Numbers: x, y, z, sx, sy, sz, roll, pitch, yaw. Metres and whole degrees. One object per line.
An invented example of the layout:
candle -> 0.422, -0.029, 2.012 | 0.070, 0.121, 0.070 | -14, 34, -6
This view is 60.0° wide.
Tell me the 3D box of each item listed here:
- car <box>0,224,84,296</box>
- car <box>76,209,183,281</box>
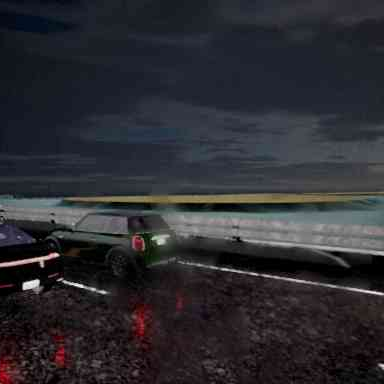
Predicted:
car -> -4.928, 1.490, 7.533 | 4.902, 1.511, 2.128 | 0, 0, 36
car -> -2.547, 1.351, 10.133 | 4.553, 1.767, 2.097 | 0, 0, 36
